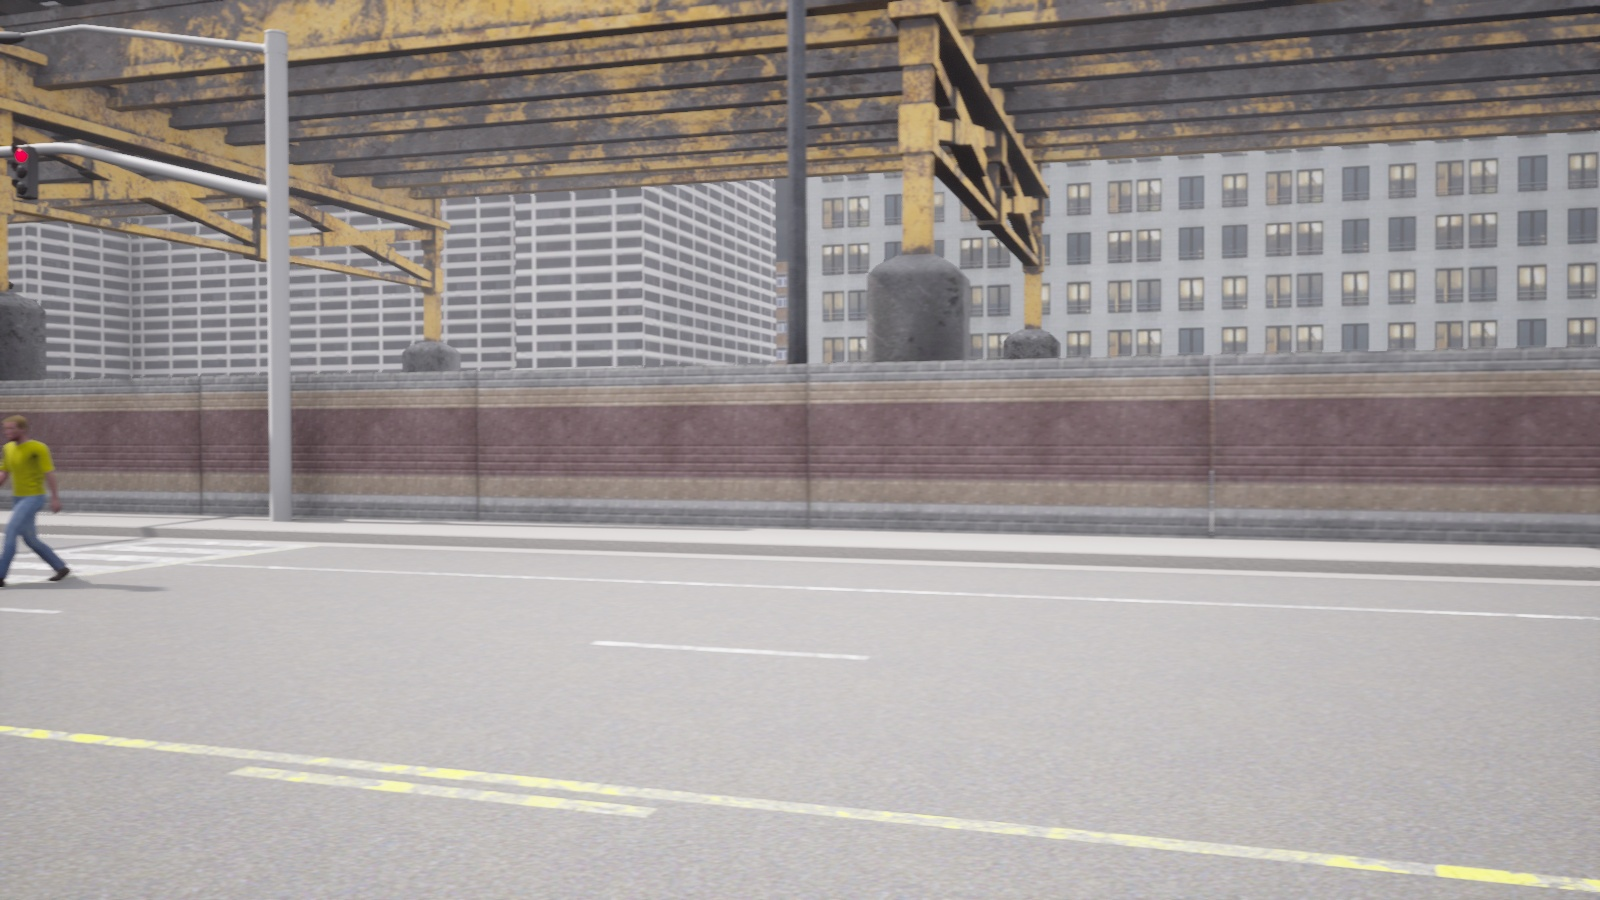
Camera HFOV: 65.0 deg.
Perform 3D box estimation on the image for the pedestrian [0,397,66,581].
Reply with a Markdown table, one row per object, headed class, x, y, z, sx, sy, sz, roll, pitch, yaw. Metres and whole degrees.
| class | x | y | z | sx | sy | sz | roll | pitch | yaw |
| --- | --- | --- | --- | --- | --- | --- | --- | --- | --- |
| pedestrian | -8.019 | 0.384 | 12.933 | 0.354 | 1.836 | 0.706 | 1 | 1 | 27 |
